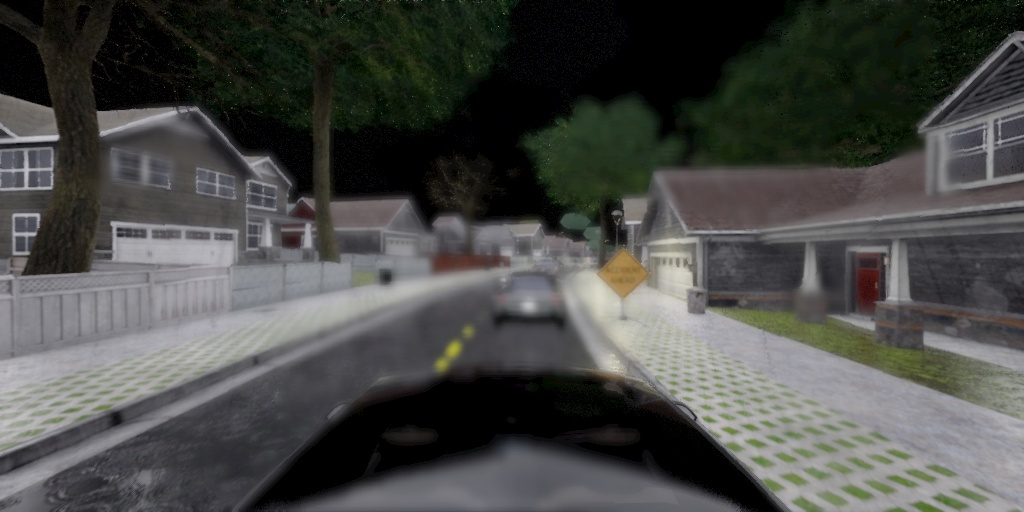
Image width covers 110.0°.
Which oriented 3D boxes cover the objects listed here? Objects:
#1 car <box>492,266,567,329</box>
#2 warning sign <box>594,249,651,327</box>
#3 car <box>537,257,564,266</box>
[{"bbox_3d":[0.607,1.173,10.792,1.994,1.385,4.181,0,1,5],"label":"car"},{"bbox_3d":[2.829,0.750,9.005,1.300,1.860,1.060,0,0,4],"label":"warning sign"},{"bbox_3d":[2.673,1.027,25.769,2.033,1.411,5.357,0,0,11],"label":"car"}]
